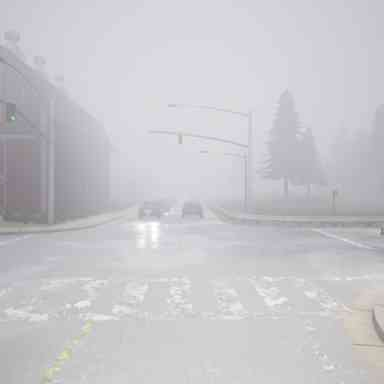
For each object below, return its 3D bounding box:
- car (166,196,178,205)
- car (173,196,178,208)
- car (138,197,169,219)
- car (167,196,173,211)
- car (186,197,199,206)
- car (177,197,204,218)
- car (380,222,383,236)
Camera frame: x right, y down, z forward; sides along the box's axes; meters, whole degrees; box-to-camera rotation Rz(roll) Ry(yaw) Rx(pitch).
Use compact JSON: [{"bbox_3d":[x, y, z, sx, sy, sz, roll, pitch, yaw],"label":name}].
[{"bbox_3d":[-3.486,1.478,59.820,1.882,1.535,5.008,0,0,0],"label":"car"},{"bbox_3d":[-3.539,1.526,49.332,1.812,1.442,4.674,0,0,0],"label":"car"},{"bbox_3d":[-3.568,1.491,29.596,2.128,1.511,4.902,0,0,0],"label":"car"},{"bbox_3d":[-3.555,1.505,39.067,1.837,1.490,4.892,0,0,0],"label":"car"},{"bbox_3d":[0.062,1.547,55.877,2.033,1.411,5.357,0,0,0],"label":"car"},{"bbox_3d":[0.033,1.492,30.411,2.128,1.511,4.902,0,0,0],"label":"car"},{"bbox_3d":[11.051,1.464,14.814,4.902,1.511,2.128,0,0,-1],"label":"car"}]
